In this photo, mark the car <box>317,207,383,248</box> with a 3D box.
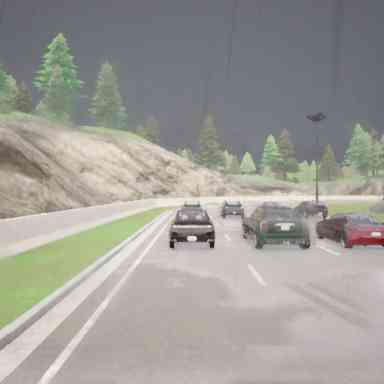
[{"bbox_3d":[7.000,1.572,14.650,1.994,1.385,4.181,0,0,0],"label":"car"}]

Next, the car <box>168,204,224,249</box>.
[{"bbox_3d":[0.000,1.495,14.650,2.128,1.511,4.902,0,0,0],"label":"car"}]

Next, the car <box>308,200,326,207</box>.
[{"bbox_3d":[10.500,1.516,29.650,1.837,1.490,4.892,0,0,0],"label":"car"}]

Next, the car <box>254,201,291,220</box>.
[{"bbox_3d":[7.000,1.563,29.650,2.033,1.411,5.357,0,0,0],"label":"car"}]

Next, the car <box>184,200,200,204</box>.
[{"bbox_3d":[0.000,1.495,29.650,2.128,1.511,4.902,0,0,0],"label":"car"}]

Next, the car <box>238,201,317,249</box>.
[{"bbox_3d":[3.500,1.366,14.620,2.097,1.767,4.553,0,0,0],"label":"car"}]

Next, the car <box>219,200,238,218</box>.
[{"bbox_3d":[3.500,1.495,29.650,2.128,1.511,4.902,0,0,0],"label":"car"}]
